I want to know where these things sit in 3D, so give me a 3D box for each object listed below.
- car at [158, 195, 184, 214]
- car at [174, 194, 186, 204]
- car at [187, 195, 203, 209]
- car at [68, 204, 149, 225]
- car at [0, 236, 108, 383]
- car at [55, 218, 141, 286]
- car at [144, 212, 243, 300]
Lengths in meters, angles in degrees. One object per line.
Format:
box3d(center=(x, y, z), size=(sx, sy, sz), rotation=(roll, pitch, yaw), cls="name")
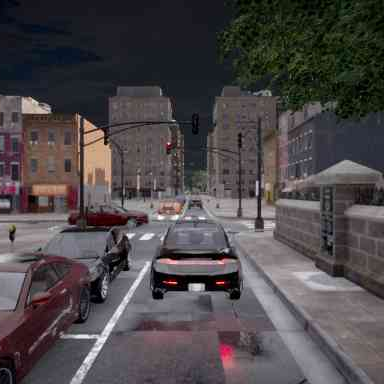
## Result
box3d(center=(-2.287, 1.346, 34.776), size=(2.097, 1.767, 4.553), rotation=(0, 0, 1), cls="car")
box3d(center=(-2.212, 1.340, 63.825), size=(2.097, 1.767, 4.553), rotation=(0, 0, 0), cls="car")
box3d(center=(0.443, 1.497, 45.798), size=(1.837, 1.490, 4.892), rotation=(0, 0, 0), cls="car")
box3d(center=(-5.263, 1.522, 21.129), size=(5.008, 1.535, 1.882), rotation=(-1, 0, 0), cls="car")
box3d(center=(-2.632, 1.582, 4.538), size=(1.802, 1.307, 4.206), rotation=(0, 0, 0), cls="car")
box3d(center=(-2.629, 1.566, 8.200), size=(1.947, 1.339, 4.313), rotation=(0, 0, 0), cls="car")
box3d(center=(0.093, 1.492, 8.379), size=(2.128, 1.511, 4.902), rotation=(0, 0, 0), cls="car")
